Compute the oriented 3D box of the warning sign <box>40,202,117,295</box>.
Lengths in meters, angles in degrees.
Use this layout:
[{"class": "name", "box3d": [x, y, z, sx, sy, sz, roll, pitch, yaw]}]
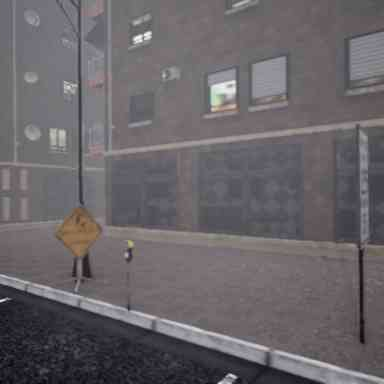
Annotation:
[{"class": "warning sign", "box3d": [-2.588, 1.191, 7.643, 1.060, 1.860, 1.300, -1, -1, 36]}]
